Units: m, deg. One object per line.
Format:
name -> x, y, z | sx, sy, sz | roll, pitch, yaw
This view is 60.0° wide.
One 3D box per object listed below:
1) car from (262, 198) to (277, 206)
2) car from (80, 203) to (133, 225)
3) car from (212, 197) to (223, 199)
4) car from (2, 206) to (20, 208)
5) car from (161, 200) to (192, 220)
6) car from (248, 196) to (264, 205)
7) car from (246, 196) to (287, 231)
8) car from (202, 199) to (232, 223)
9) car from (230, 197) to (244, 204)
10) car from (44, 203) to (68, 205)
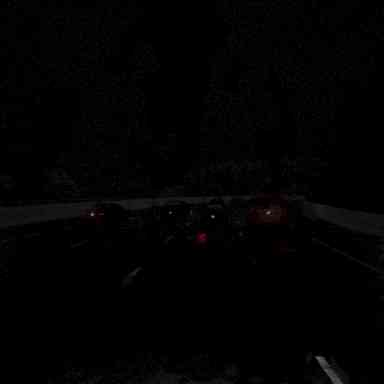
car -> 13.374, 1.731, 57.442 | 1.895, 1.301, 4.718 | 1, 0, 21
car -> -5.929, 1.490, 23.749 | 2.033, 1.411, 5.357 | 0, 0, 10
car -> 4.905, 1.612, 64.080 | 1.994, 1.385, 4.181 | 0, 0, 22
car -> -18.325, 1.388, 32.521 | 1.994, 1.385, 4.181 | 1, 0, 10
car -> -1.262, 1.466, 28.590 | 1.882, 1.535, 5.008 | 0, 0, 10
car -> 12.324, 1.610, 63.802 | 2.128, 1.511, 4.902 | 0, 0, 23
car -> 4.679, 1.267, 21.239 | 2.150, 2.045, 5.566 | 0, 0, 8
car -> 1.852, 1.544, 25.599 | 1.812, 1.442, 4.674 | 0, 0, 9
car -> 8.616, 1.647, 63.955 | 1.994, 1.385, 4.181 | 0, 0, 23
car -> -14.272, 1.410, 35.400 | 2.033, 1.411, 5.357 | 1, 0, 11
